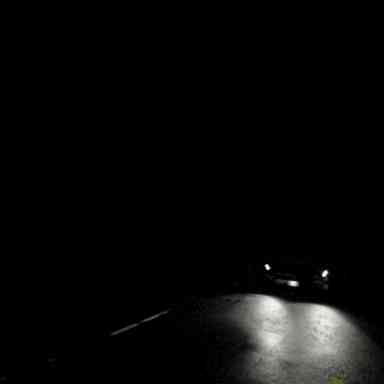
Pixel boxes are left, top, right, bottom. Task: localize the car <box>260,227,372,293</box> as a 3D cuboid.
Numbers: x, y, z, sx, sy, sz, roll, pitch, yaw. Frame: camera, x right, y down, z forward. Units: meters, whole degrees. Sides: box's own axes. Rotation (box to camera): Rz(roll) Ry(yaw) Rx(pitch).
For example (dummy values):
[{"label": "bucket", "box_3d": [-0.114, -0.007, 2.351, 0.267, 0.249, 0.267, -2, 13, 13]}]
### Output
[{"label": "car", "box_3d": [3.935, 1.764, 9.828, 2.033, 1.411, 5.357, -2, -2, 37]}]
